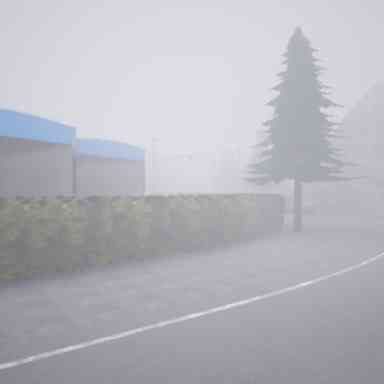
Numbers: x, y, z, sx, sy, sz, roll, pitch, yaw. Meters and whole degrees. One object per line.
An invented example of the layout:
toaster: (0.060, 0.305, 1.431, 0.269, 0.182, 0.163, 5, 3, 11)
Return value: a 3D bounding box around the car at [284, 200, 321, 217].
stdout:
car: (9.882, 1.508, 31.602, 1.812, 1.442, 4.674, 0, 0, -36)
